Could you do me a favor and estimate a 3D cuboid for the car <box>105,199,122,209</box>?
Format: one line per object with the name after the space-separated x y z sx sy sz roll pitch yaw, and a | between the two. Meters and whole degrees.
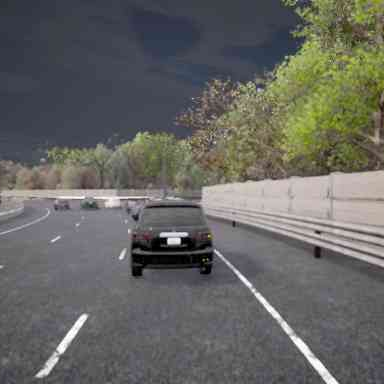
-11.496 1.701 48.521 1.812 1.442 4.674 0 0 -25 | car

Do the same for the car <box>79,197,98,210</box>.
-14.727 1.526 47.136 2.097 1.767 4.553 0 0 -25 | car

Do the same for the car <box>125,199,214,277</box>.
-0.722 1.259 10.540 2.150 2.045 5.566 0 0 -6 | car

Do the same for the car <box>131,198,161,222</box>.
-4.057 1.452 28.516 2.097 1.767 4.553 0 0 -14 | car

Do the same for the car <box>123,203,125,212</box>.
-6.646 1.660 37.886 1.812 1.442 4.674 0 0 -16 | car

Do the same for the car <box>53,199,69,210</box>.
-18.349 1.667 46.617 2.128 1.511 4.902 0 0 -26 | car
